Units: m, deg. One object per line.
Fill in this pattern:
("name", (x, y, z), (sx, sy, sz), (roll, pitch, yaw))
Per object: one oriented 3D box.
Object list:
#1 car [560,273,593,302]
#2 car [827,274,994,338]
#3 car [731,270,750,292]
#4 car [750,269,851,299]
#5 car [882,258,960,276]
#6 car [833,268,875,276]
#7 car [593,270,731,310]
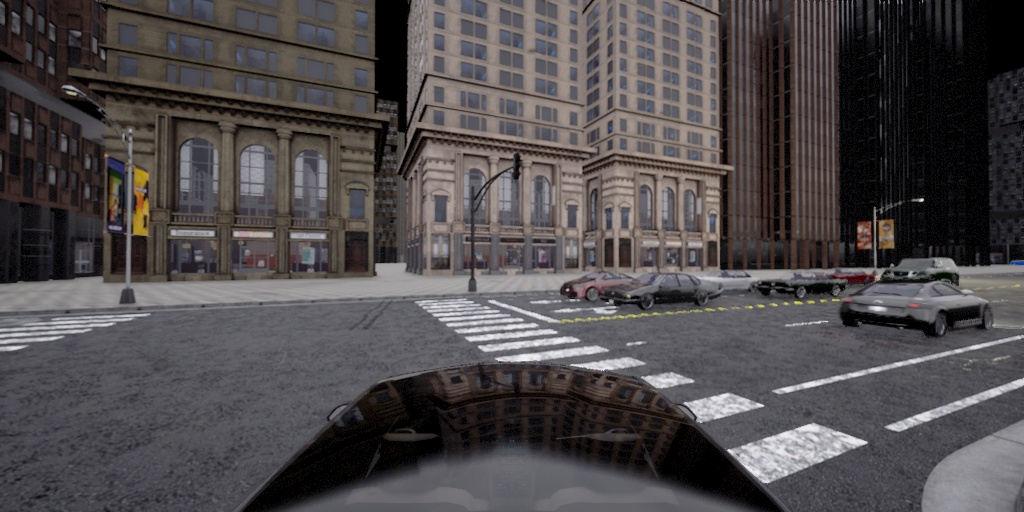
("car", (4.507, 1.462, 17.987), (4.181, 1.385, 1.994), (0, -1, -22))
("car", (11.498, 1.367, 10.233), (4.181, 1.385, 1.994), (0, -1, -23))
("car", (12.591, 1.517, 21.364), (4.718, 1.301, 1.895), (0, -1, -23))
("car", (15.243, 1.487, 18.948), (4.718, 1.301, 1.895), (0, -1, -22))
("car", (27.387, 1.140, 24.006), (5.566, 2.045, 2.150), (0, -1, -22))
("car", (24.026, 1.547, 26.129), (4.718, 1.301, 1.895), (0, -1, -22))
("car", (6.393, 1.413, 15.257), (5.357, 1.411, 2.033), (0, -1, -23))
